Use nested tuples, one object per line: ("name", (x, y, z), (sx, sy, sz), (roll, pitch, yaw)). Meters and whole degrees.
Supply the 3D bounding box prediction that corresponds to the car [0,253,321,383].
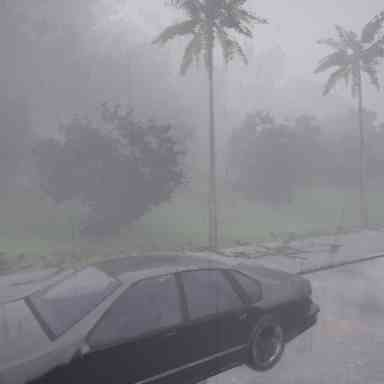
("car", (-0.631, 1.558, 4.157), (5.357, 1.411, 2.033), (0, 0, -35))
